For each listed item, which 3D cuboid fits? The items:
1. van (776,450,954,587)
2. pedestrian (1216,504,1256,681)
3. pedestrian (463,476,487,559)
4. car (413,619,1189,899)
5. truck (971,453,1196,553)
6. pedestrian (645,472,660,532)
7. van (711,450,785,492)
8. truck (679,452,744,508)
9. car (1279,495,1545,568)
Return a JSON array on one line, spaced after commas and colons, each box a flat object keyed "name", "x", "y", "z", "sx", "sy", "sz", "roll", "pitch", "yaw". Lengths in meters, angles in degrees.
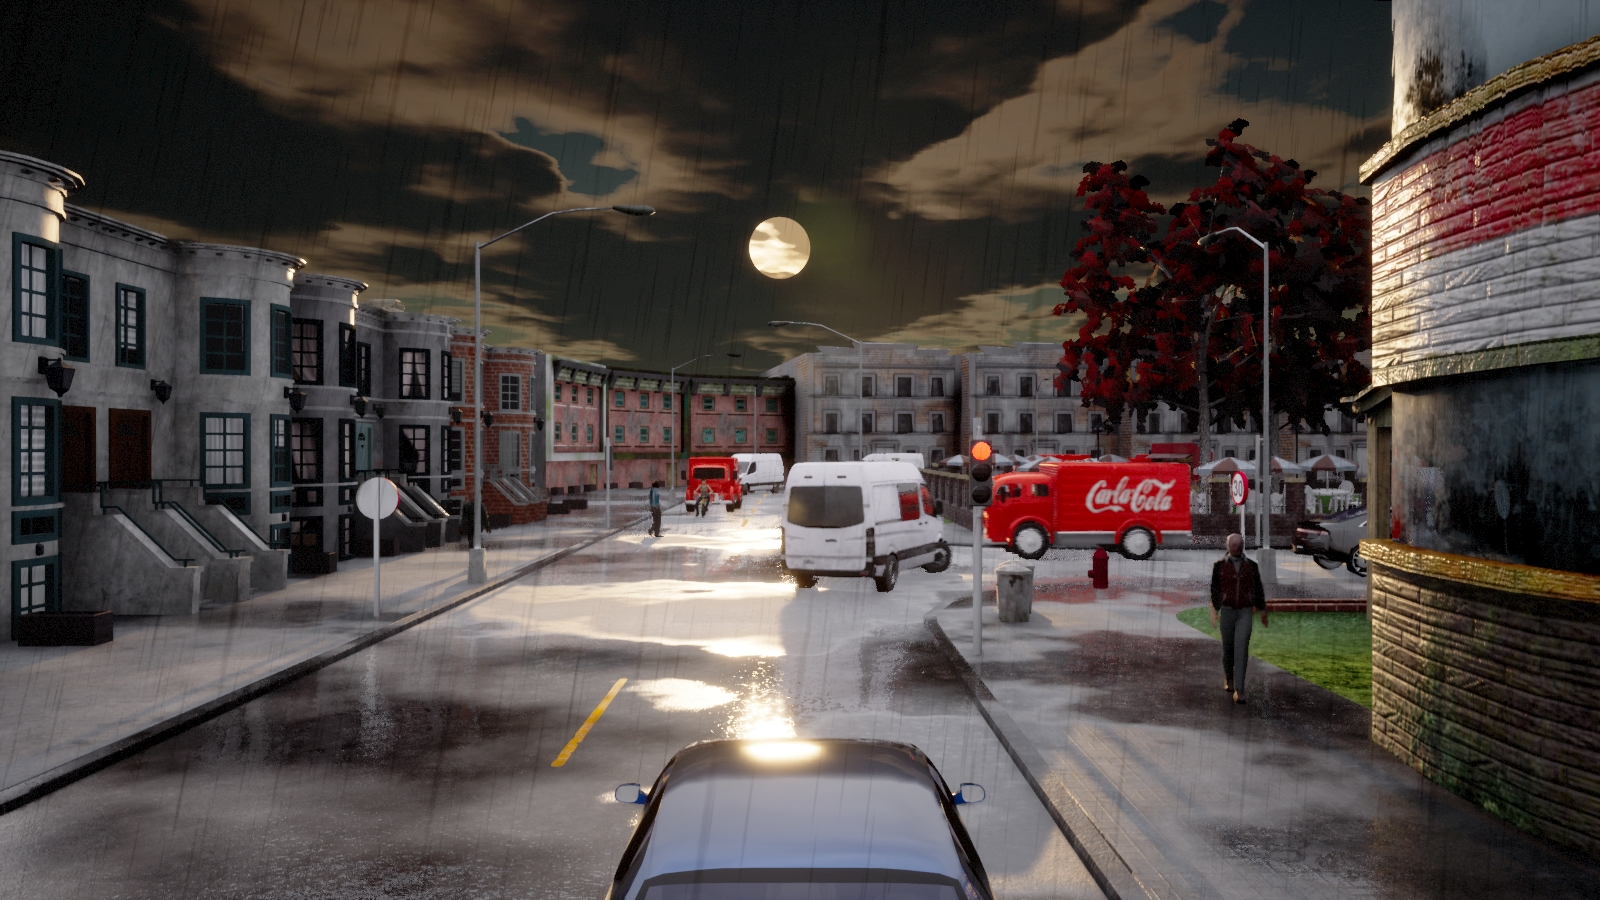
[{"name": "van", "x": 1.579, "y": 1.304, "z": 24.583, "sx": 1.988, "sy": 2.561, "sz": 5.915, "roll": -1, "pitch": 0, "yaw": 22}, {"name": "pedestrian", "x": 4.713, "y": 1.520, "z": 12.358, "sx": 0.375, "sy": 1.860, "sz": 0.375, "roll": 0, "pitch": 0, "yaw": 16}, {"name": "pedestrian", "x": -7.372, "y": 1.516, "z": 25.928, "sx": 0.375, "sy": 1.860, "sz": 0.375, "roll": 0, "pitch": 0, "yaw": 13}, {"name": "car", "x": -0.001, "y": 1.884, "z": 5.268, "sx": 2.033, "sy": 1.411, "sz": 5.357, "roll": 0, "pitch": 0, "yaw": 0}, {"name": "truck", "x": 7.289, "y": 1.333, "z": 29.880, "sx": 5.204, "sy": 2.467, "sz": 2.627, "roll": 0, "pitch": 0, "yaw": 0}, {"name": "pedestrian", "x": -4.625, "y": 1.615, "z": 35.833, "sx": 0.375, "sy": 1.860, "sz": 0.375, "roll": 0, "pitch": 0, "yaw": -25}, {"name": "van", "x": -3.214, "y": 1.289, "z": 72.299, "sx": 1.988, "sy": 2.561, "sz": 5.915, "roll": 0, "pitch": 0, "yaw": 28}, {"name": "truck", "x": -4.030, "y": 1.328, "z": 52.854, "sx": 2.627, "sy": 2.467, "sz": 5.204, "roll": 0, "pitch": 0, "yaw": 0}, {"name": "car", "x": 13.778, "y": 1.817, "z": 25.951, "sx": 4.902, "sy": 1.511, "sz": 2.128, "roll": 0, "pitch": 0, "yaw": -1}]
